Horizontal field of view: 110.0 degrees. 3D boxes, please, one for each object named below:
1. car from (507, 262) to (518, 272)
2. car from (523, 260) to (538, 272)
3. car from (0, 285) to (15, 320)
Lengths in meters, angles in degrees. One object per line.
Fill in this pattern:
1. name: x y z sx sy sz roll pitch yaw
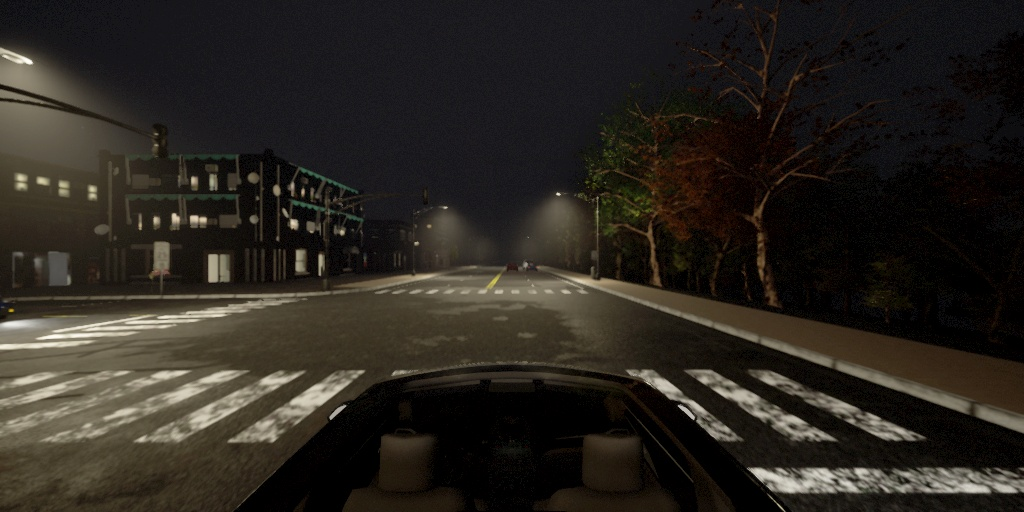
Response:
1. car: 0.074 1.830 59.980 1.882 1.535 5.008 0 -1 0
2. car: 3.327 1.900 60.006 2.033 1.411 5.357 0 -1 0
3. car: -19.837 1.647 12.081 4.181 1.385 1.994 -1 0 0
